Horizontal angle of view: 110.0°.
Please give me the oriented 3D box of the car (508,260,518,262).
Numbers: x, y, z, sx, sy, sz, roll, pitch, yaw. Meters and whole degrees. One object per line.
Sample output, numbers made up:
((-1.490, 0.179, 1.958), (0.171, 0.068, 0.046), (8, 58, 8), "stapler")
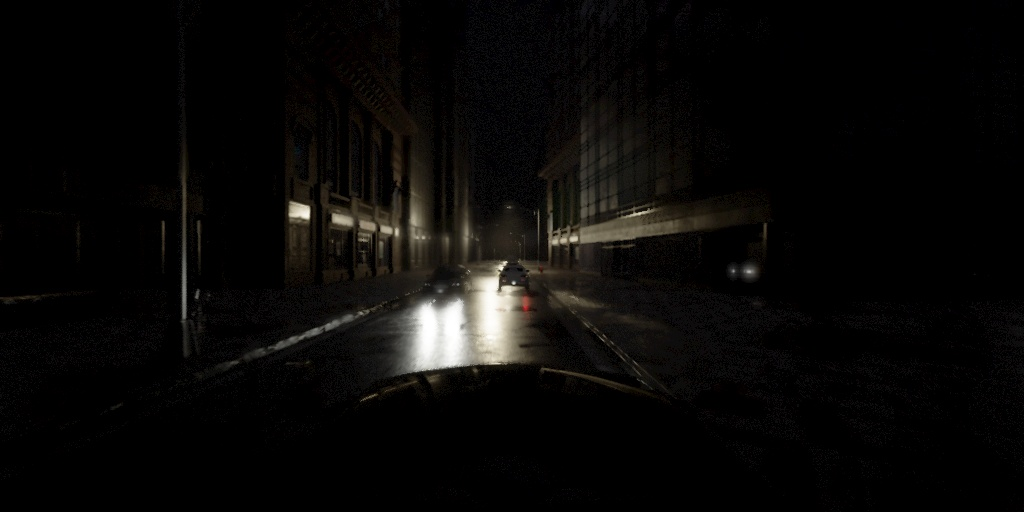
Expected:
((0.106, 1.274, 46.761), (1.812, 1.442, 4.674), (0, 0, 0), "car")

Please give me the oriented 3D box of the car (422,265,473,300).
((-3.077, 1.241, 17.855), (2.128, 1.511, 4.902), (0, 0, 0), "car")

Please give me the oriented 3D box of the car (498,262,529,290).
((0.102, 1.276, 22.453), (1.812, 1.442, 4.674), (0, 0, 0), "car")
